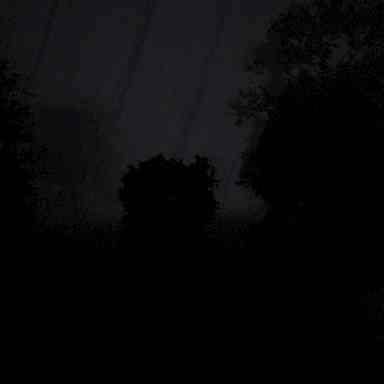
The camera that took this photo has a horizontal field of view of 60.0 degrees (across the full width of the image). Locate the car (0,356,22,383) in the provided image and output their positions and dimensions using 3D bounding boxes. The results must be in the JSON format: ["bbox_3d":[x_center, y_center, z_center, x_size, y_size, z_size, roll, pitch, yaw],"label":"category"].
[{"bbox_3d":[-2.757,1.565,1.109,4.181,1.385,1.994,0,0,-35],"label":"car"}]
